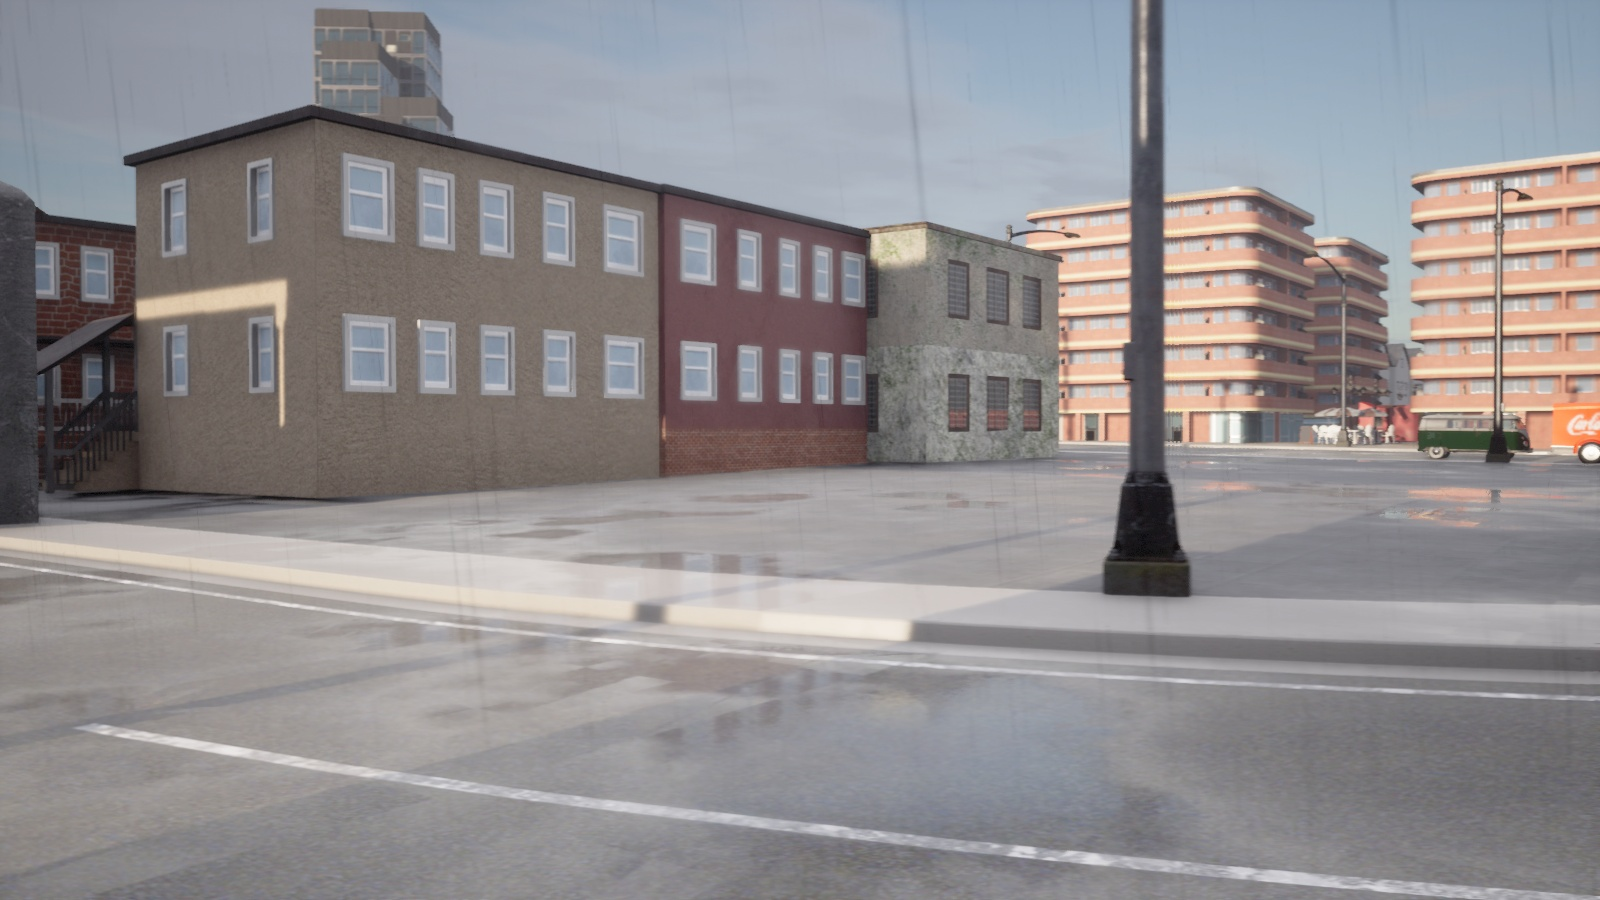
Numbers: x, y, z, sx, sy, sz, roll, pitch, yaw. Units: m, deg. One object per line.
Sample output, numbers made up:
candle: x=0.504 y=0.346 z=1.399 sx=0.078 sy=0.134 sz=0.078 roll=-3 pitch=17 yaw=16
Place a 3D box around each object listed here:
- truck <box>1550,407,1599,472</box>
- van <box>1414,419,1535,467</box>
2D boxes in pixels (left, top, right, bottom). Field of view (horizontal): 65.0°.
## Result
truck: x=32.429 y=-0.392 z=48.940 sx=5.204 sy=2.467 sz=2.627 roll=2 pitch=2 yaw=36
van: x=29.687 y=-0.343 z=55.334 sx=4.442 sy=1.987 sz=1.775 roll=2 pitch=2 yaw=36
